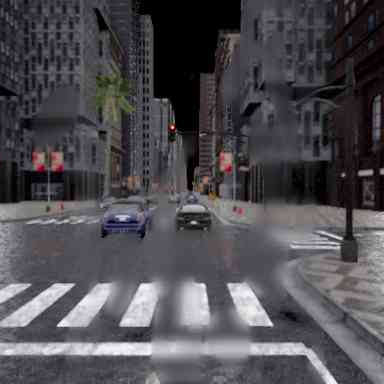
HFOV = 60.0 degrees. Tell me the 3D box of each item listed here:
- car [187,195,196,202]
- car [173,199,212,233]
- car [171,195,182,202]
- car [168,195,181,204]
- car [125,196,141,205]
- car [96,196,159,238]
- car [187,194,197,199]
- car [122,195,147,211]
[{"bbox_3d":[-0.014,1.305,70.933,1.837,1.490,4.892,0,0,0],"label":"car"},{"bbox_3d":[0.095,1.381,19.114,1.882,1.535,5.008,0,0,0],"label":"car"},{"bbox_3d":[-3.265,1.345,70.933,2.033,1.411,5.357,0,0,0],"label":"car"},{"bbox_3d":[-3.263,1.444,60.898,1.994,1.385,4.181,0,0,0],"label":"car"},{"bbox_3d":[-9.826,1.427,55.495,1.994,1.385,4.181,0,0,0],"label":"car"},{"bbox_3d":[-3.158,1.253,17.295,2.097,1.767,4.553,0,0,0],"label":"car"},{"bbox_3d":[0.031,1.403,59.884,1.812,1.442,4.674,0,0,0],"label":"car"},{"bbox_3d":[-6.601,1.202,38.521,2.097,1.767,4.553,0,0,0],"label":"car"}]
